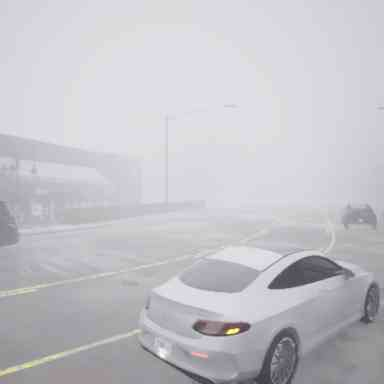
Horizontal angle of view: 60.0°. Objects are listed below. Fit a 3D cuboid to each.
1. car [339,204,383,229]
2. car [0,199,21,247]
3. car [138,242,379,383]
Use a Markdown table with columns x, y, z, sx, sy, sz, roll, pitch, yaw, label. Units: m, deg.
| x | y | z | sx | sy | sz | roll | pitch | yaw | label |
| --- | --- | --- | --- | --- | --- | --- | --- | --- | --- |
| 11.072 | 1.535 | 22.293 | 2.128 | 1.511 | 4.902 | 0 | 0 | 22 | car |
| -8.633 | 1.236 | 10.684 | 5.566 | 2.045 | 2.150 | 0 | 0 | -37 | car |
| 1.348 | 1.536 | 5.272 | 4.674 | 1.442 | 1.812 | 0 | 0 | -43 | car |
